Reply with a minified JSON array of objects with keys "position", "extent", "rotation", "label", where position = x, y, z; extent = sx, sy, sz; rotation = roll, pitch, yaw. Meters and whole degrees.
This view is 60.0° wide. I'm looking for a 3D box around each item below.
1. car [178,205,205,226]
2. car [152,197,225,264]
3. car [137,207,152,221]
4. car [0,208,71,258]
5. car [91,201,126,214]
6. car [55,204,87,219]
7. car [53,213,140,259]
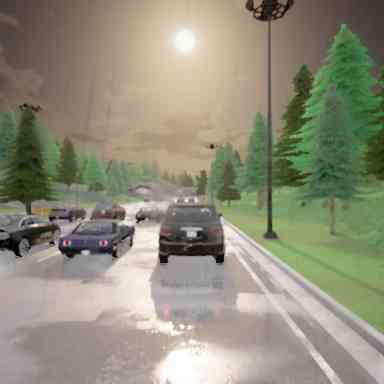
[{"position":[-0.024,1.839,27.492],"extent":[2.033,1.411,5.357],"rotation":[0,-1,0],"label":"car"},{"position":[-0.006,1.359,12.563],"extent":[2.150,2.045,5.566],"rotation":[0,0,0],"label":"car"},{"position":[-3.519,1.900,28.233],"extent":[1.895,1.301,4.718],"rotation":[0,-1,0],"label":"car"},{"position":[-6.997,1.636,13.480],"extent":[2.128,1.511,4.902],"rotation":[0,0,0],"label":"car"},{"position":[-7.016,1.652,28.404],"extent":[2.097,1.767,4.553],"rotation":[0,-1,0],"label":"car"},{"position":[-10.516,1.795,28.476],"extent":[2.128,1.511,4.902],"rotation":[0,0,0],"label":"car"},{"position":[-3.500,1.742,13.227],"extent":[1.895,1.301,4.718],"rotation":[0,-1,0],"label":"car"}]
